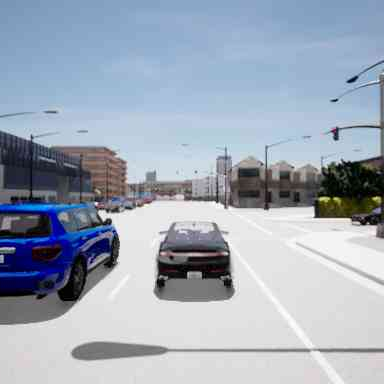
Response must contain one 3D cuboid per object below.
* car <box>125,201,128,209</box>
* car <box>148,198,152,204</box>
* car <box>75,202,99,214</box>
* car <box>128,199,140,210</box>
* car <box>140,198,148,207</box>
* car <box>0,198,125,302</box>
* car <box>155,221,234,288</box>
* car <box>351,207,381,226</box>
[{"bbox_3d":[-10.680,2.139,46.445,1.837,1.490,4.892,0,-1,0],"label":"car"},{"bbox_3d":[-10.644,2.105,79.298,1.882,1.535,5.008,0,0,0],"label":"car"},{"bbox_3d":[-14.189,2.121,45.091,1.837,1.490,4.892,0,-1,-1],"label":"car"},{"bbox_3d":[-10.686,2.282,56.180,2.033,1.411,5.357,0,0,0],"label":"car"},{"bbox_3d":[-10.640,2.219,65.920,2.128,1.511,4.902,0,0,0],"label":"car"},{"bbox_3d":[-3.445,1.290,8.553,2.150,2.045,5.566,0,0,0],"label":"car"},{"bbox_3d":[0.058,1.565,9.477,2.128,1.511,4.902,0,0,0],"label":"car"},{"bbox_3d":[15.055,1.824,25.232,5.357,1.411,2.033,0,-1,0],"label":"car"}]
